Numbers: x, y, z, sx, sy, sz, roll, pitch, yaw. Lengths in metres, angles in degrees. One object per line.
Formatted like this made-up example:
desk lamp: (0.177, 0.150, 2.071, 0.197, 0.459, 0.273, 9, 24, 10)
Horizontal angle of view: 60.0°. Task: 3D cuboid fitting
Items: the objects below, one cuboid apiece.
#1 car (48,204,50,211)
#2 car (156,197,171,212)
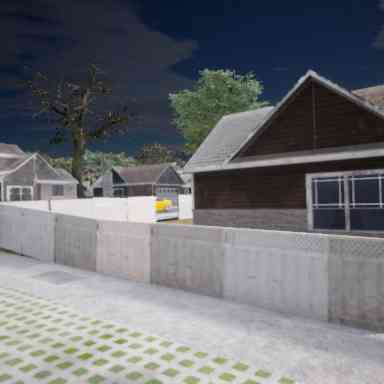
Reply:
car: (-11.056, 1.451, 22.544, 2.033, 1.411, 5.357, -2, -1, 36)
car: (-4.074, 1.235, 32.101, 1.882, 1.535, 5.008, -2, -1, 36)
